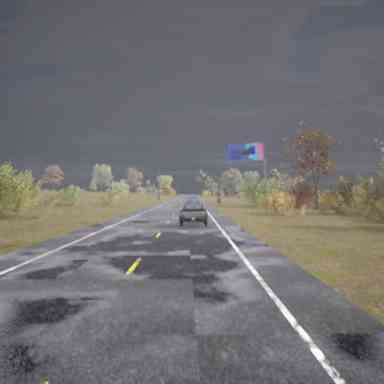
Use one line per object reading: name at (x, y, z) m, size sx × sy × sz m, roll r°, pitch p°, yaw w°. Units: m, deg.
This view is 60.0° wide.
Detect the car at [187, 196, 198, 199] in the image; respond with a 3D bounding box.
car at (0.091, 1.334, 41.421) m, size 2.097 × 1.767 × 4.553 m, roll 0°, pitch 0°, yaw 0°

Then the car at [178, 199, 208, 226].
car at (0.095, 1.479, 23.172) m, size 2.128 × 1.511 × 4.902 m, roll 0°, pitch 0°, yaw 0°
